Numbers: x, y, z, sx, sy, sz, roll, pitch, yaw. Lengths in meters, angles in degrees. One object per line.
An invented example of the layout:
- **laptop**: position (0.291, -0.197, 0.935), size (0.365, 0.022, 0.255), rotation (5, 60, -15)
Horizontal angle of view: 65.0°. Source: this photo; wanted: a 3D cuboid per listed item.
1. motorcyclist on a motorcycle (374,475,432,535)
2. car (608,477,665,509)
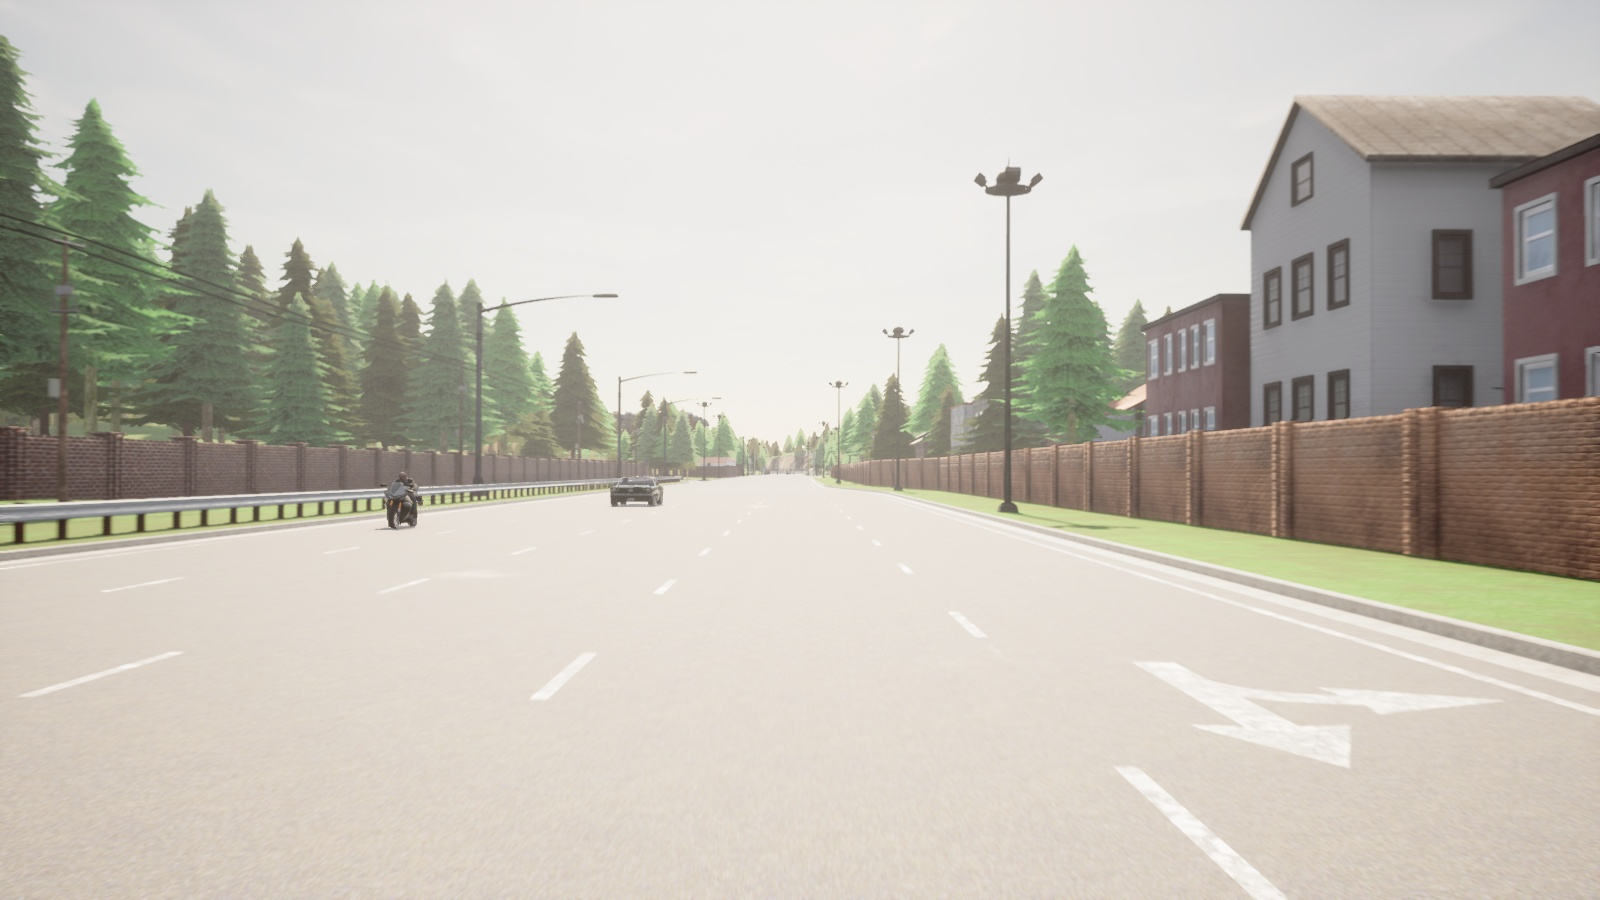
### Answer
- **motorcyclist on a motorcycle**: position (-10.582, 1.451, 33.543), size (0.866, 1.530, 2.191), rotation (0, -1, 0)
- **car**: position (-7.134, 1.864, 55.178), size (1.895, 1.301, 4.718), rotation (0, -1, 0)
